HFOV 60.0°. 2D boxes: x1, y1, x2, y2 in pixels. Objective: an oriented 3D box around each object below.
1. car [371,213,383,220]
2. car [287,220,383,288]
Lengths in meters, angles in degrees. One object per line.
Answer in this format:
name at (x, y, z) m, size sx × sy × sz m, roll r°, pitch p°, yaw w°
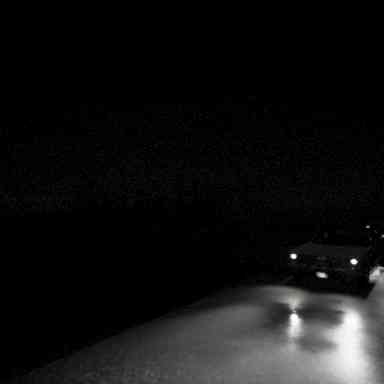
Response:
car at (10.597, 1.777, 17.650) m, size 1.895 × 1.301 × 4.718 m, roll -2°, pitch -2°, yaw 38°
car at (4.532, 1.738, 9.906) m, size 1.895 × 1.301 × 4.718 m, roll -2°, pitch -2°, yaw 38°
